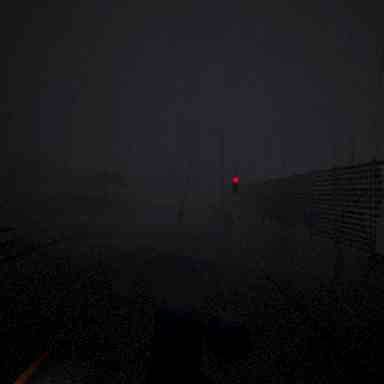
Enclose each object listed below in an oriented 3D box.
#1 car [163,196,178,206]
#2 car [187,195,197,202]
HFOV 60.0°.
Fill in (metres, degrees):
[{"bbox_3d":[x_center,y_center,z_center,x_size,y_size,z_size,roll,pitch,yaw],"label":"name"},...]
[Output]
[{"bbox_3d":[-4.025,1.569,58.200,1.882,1.535,5.008,0,0,1],"label":"car"},{"bbox_3d":[0.027,1.426,70.309,1.837,1.490,4.892,0,0,0],"label":"car"}]
